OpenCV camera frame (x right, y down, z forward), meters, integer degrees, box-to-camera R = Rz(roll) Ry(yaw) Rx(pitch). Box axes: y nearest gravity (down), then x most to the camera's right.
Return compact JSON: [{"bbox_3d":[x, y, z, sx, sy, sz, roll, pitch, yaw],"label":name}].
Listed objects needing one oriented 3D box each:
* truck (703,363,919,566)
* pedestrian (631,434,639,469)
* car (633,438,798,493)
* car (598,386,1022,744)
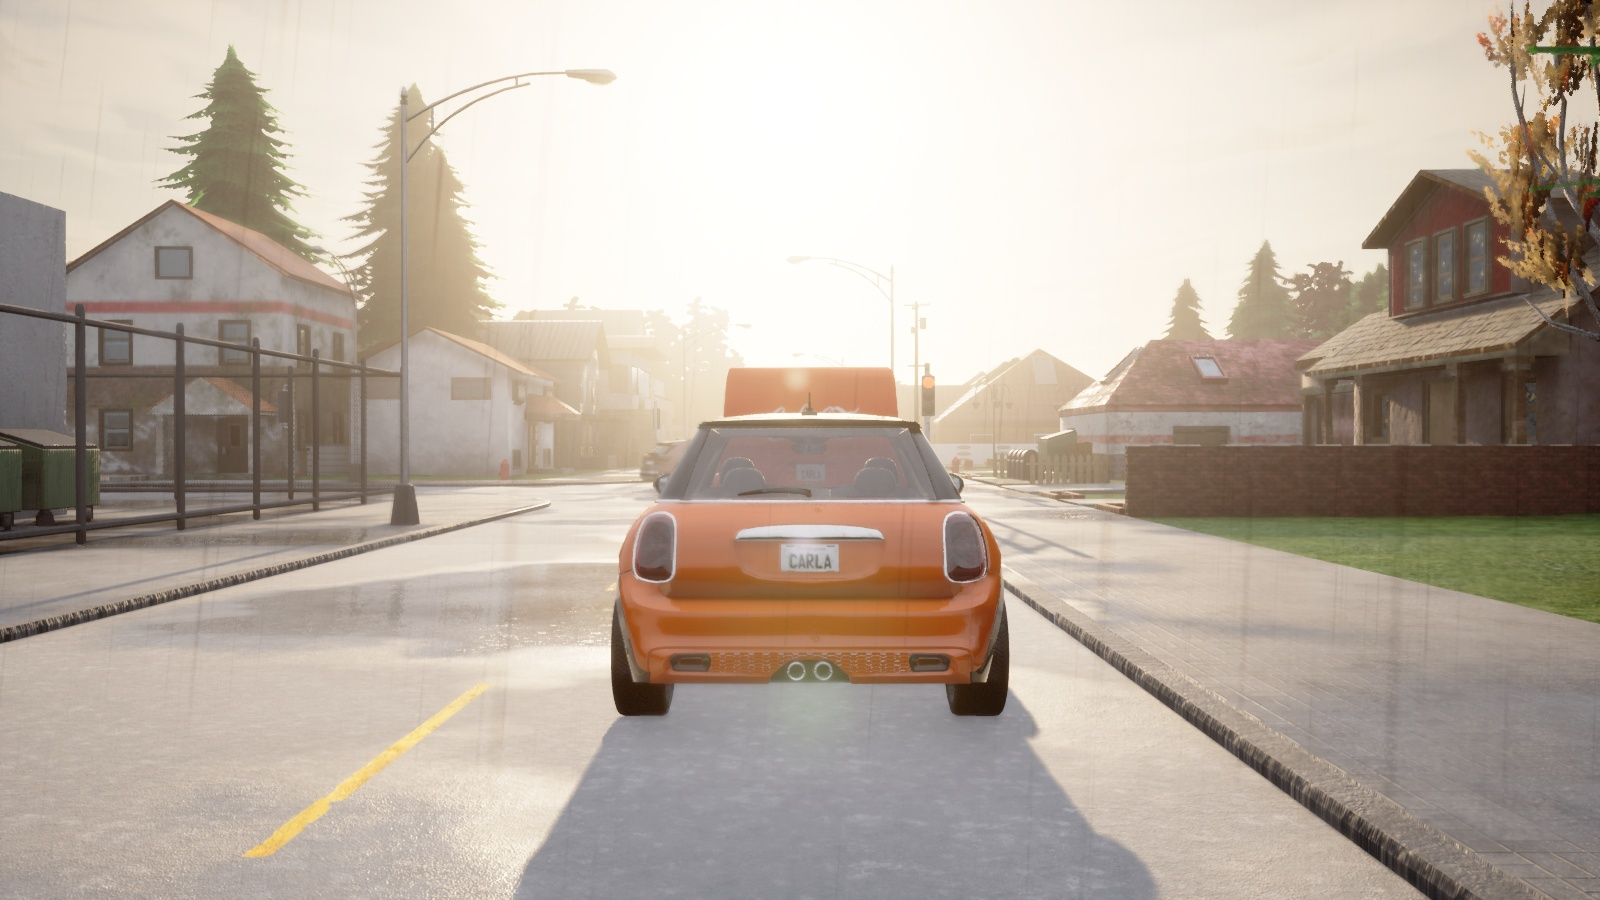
[{"bbox_3d":[0.125,0.159,17.875,2.627,2.467,5.204,0,0,0],"label":"truck"},{"bbox_3d":[-8.838,0.070,67.149,0.331,1.846,0.634,0,0,0],"label":"pedestrian"},{"bbox_3d":[-2.639,0.450,39.739,4.856,1.649,2.033,0,1,-33],"label":"car"},{"bbox_3d":[0.062,0.557,8.482,2.097,1.767,4.553,0,0,0],"label":"car"}]
